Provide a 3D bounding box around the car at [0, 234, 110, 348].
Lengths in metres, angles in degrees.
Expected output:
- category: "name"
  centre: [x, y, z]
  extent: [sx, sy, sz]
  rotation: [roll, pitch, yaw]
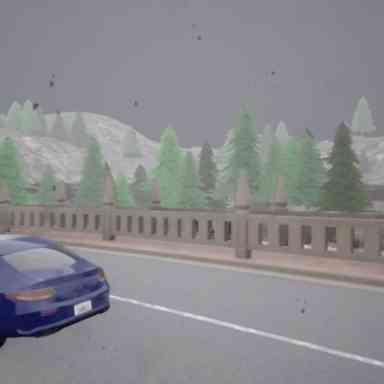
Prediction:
- category: "car"
  centre: [-3.530, 1.503, 6.022]
  extent: [4.674, 1.442, 1.812]
  rotation: [0, 0, 32]
